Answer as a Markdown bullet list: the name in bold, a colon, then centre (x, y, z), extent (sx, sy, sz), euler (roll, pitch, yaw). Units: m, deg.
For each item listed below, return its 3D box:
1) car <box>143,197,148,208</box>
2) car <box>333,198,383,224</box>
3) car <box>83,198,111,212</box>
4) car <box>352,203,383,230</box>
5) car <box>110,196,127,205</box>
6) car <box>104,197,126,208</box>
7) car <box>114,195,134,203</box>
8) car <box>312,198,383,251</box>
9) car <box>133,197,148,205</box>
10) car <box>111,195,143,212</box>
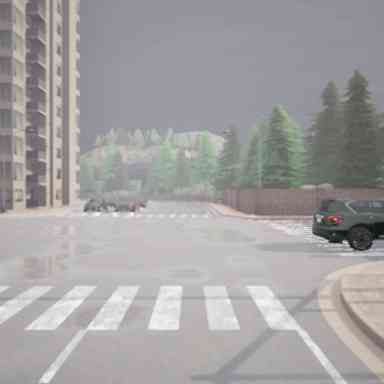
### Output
- **car**: centre (-7.252, 1.450, 46.186), extent (2.033, 1.411, 5.357), euler (0, 0, -2)
- **car**: centre (12.951, 1.357, 24.185), extent (4.553, 1.767, 2.097), euler (0, 0, 0)
- **car**: centre (-10.600, 1.427, 37.089), extent (1.837, 1.490, 4.892), euler (0, 0, 0)
- **car**: centre (12.911, 1.504, 20.687), extent (4.902, 1.511, 2.128), euler (0, 0, 0)
- **car**: centre (-12.701, 1.427, 57.052), extent (2.033, 1.411, 5.357), euler (0, 0, -21)
- **car**: centre (-10.740, 1.449, 46.828), extent (2.033, 1.411, 5.357), euler (0, 0, -3)
- **car**: centre (-13.332, 1.367, 65.295), extent (1.837, 1.490, 4.892), euler (0, 0, -37)
- **car**: centre (7.908, 1.248, 13.875), extent (5.566, 2.045, 2.150), euler (0, -1, -5)
- **car**: centre (-8.709, 1.483, 56.028), extent (1.895, 1.301, 4.718), euler (0, 0, -17)
- **car**: centre (-7.104, 1.275, 36.712), extent (2.097, 1.767, 4.553), euler (0, 0, 0)
